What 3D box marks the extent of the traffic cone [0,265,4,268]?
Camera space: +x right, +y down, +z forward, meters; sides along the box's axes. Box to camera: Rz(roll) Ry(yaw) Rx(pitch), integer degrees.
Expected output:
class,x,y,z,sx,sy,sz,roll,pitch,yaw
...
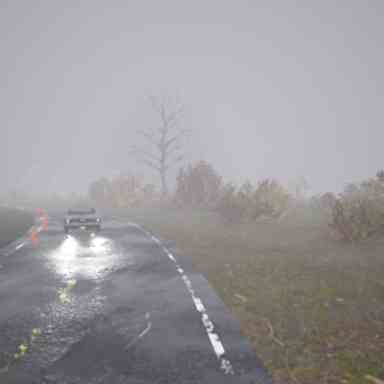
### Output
class,x,y,z,sx,sy,sz,roll,pitch,yaw
traffic cone,-5.712,1.893,9.661,0.340,0.580,0.340,0,0,-12

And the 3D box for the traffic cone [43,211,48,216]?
class,x,y,z,sx,sy,sz,roll,pitch,yaw
traffic cone,-10.170,1.794,23.381,0.340,0.580,0.340,0,0,-24

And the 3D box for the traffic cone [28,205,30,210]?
class,x,y,z,sx,sy,sz,roll,pitch,yaw
traffic cone,-17.521,1.686,35.794,0.340,0.580,0.340,0,0,-37

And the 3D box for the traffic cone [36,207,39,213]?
class,x,y,z,sx,sy,sz,roll,pitch,yaw
traffic cone,-14.769,1.724,31.840,0.340,0.580,0.340,0,0,-33

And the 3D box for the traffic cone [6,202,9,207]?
class,x,y,z,sx,sy,sz,roll,pitch,yaw
traffic cone,-23.859,1.614,43.043,0.340,0.580,0.340,1,0,45

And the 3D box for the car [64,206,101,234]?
class,x,y,z,sx,sy,sz,roll,pitch,yaw
car,-6.215,1.483,18.803,1.895,1.301,4.718,0,0,-20

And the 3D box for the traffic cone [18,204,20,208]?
class,x,y,z,sx,sy,sz,roll,pitch,yaw
traffic cone,-20.557,1.648,39.534,0.340,0.580,0.340,0,0,-41

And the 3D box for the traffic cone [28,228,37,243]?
class,x,y,z,sx,sy,sz,roll,pitch,yaw
traffic cone,-6.860,1.861,14.339,0.340,0.580,0.340,0,0,-16

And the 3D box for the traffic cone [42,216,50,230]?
class,x,y,z,sx,sy,sz,roll,pitch,yaw
traffic cone,-8.349,1.828,18.920,0.340,0.580,0.340,0,0,-20
